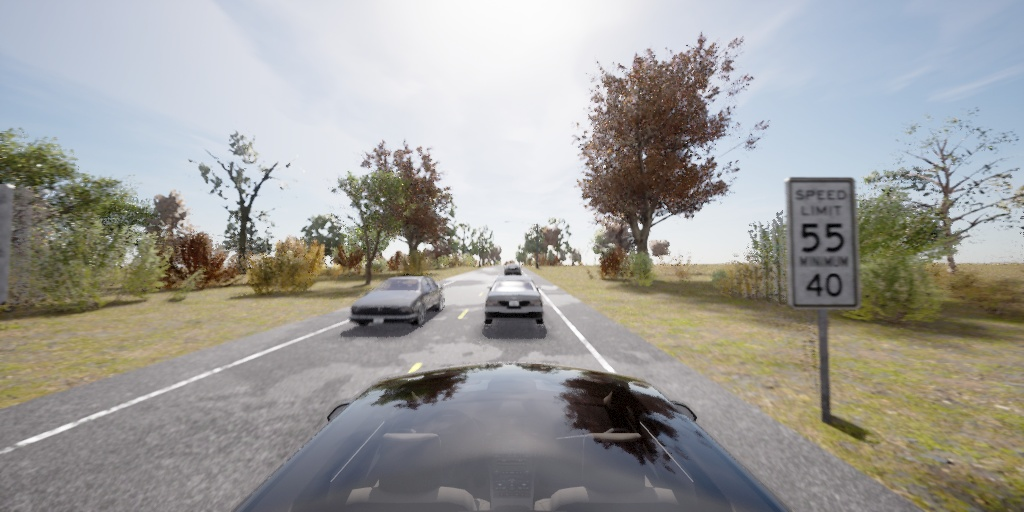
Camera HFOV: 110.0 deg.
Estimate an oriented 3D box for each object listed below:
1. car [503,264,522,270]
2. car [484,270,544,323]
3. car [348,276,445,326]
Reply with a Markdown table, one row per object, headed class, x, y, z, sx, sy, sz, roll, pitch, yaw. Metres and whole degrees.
| class | x | y | z | sx | sy | sz | roll | pitch | yaw |
| --- | --- | --- | --- | --- | --- | --- | --- | --- | --- |
| car | 0.092 | 1.626 | 39.952 | 1.837 | 1.490 | 4.892 | 0 | -1 | 0 |
| car | 0.070 | 1.389 | 12.463 | 2.033 | 1.411 | 5.357 | 0 | 0 | 0 |
| car | -3.574 | 1.387 | 12.286 | 2.033 | 1.411 | 5.357 | 0 | -1 | 0 |
